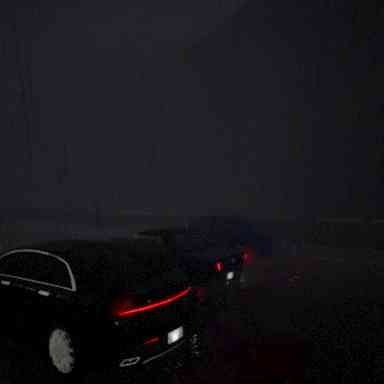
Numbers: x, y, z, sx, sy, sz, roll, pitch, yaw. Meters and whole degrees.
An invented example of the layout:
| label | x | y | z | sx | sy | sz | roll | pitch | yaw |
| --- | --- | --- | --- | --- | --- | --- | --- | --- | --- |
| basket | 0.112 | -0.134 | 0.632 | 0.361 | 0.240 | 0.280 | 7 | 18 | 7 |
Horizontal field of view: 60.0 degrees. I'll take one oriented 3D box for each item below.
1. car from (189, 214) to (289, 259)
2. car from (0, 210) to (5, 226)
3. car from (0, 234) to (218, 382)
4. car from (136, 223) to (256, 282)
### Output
| label | x | y | z | sx | sy | sz | roll | pitch | yaw |
| --- | --- | --- | --- | --- | --- | --- | --- | --- | --- |
| car | 0.906 | 1.520 | 11.943 | 5.008 | 1.535 | 1.882 | 0 | 0 | 35 |
| car | -14.935 | 1.589 | 23.237 | 4.892 | 1.490 | 1.837 | 0 | 0 | 35 |
| car | -2.177 | 1.541 | 5.544 | 4.892 | 1.490 | 1.837 | 0 | 0 | 35 |
| car | -0.921 | 1.642 | 8.946 | 4.718 | 1.301 | 1.895 | 0 | 0 | 35 |
